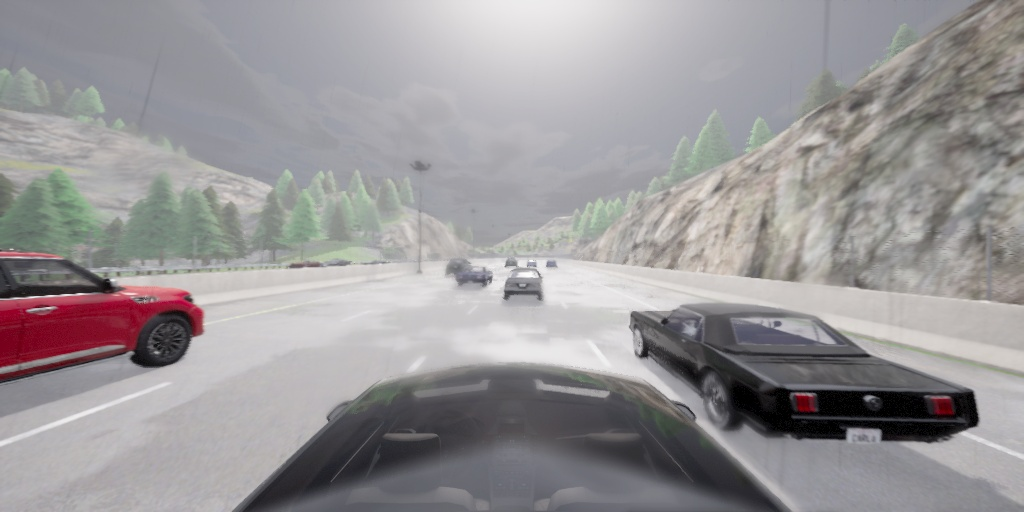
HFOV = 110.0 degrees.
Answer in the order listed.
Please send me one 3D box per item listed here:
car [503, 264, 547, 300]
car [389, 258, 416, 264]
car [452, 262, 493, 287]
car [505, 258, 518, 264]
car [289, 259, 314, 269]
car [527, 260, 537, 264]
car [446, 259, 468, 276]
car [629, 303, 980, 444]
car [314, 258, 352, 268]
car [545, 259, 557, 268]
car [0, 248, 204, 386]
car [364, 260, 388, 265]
[{"bbox_3d":[0.632,1.304,17.869,2.033,1.411,5.357,1,0,4],"label":"car"},{"bbox_3d":[-15.018,1.088,50.440,2.128,1.511,4.902,1,0,4],"label":"car"},{"bbox_3d":[-2.421,1.326,24.283,1.895,1.301,4.718,1,0,4],"label":"car"},{"bbox_3d":[-0.070,1.099,63.036,2.097,1.767,4.553,1,0,3],"label":"car"},{"bbox_3d":[-25.838,1.088,45.396,1.895,1.301,4.718,1,0,4],"label":"car"},{"bbox_3d":[3.494,1.331,63.959,2.033,1.411,5.357,1,0,3],"label":"car"},{"bbox_3d":[-5.209,1.048,36.296,2.097,1.767,4.553,1,0,4],"label":"car"},{"bbox_3d":[3.342,1.385,5.544,1.895,1.301,4.718,1,0,2],"label":"car"},{"bbox_3d":[-22.320,1.014,45.640,2.128,1.511,4.902,1,0,4],"label":"car"},{"bbox_3d":[7.020,1.297,64.341,1.882,1.535,5.008,1,0,3],"label":"car"},{"bbox_3d":[-7.150,0.899,4.592,2.150,2.045,5.566,0,0,2],"label":"car"},{"bbox_3d":[-18.573,1.162,49.527,1.895,1.301,4.718,1,0,4],"label":"car"}]
